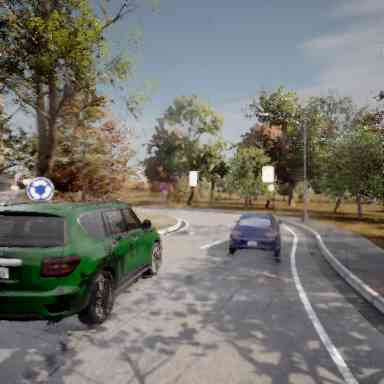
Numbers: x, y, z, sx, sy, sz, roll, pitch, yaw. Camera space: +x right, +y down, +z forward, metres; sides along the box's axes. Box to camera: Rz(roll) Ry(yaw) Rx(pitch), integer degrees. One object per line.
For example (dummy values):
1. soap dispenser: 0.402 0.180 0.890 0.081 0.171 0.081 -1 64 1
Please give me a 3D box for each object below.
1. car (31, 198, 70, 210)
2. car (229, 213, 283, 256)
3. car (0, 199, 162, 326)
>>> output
1. car: -18.096 1.522 42.731 4.181 1.385 1.994 0 0 -1
2. car: 2.609 1.568 13.348 1.812 1.442 4.674 0 0 15
3. car: -2.281 1.222 7.332 2.150 2.045 5.566 0 0 9
